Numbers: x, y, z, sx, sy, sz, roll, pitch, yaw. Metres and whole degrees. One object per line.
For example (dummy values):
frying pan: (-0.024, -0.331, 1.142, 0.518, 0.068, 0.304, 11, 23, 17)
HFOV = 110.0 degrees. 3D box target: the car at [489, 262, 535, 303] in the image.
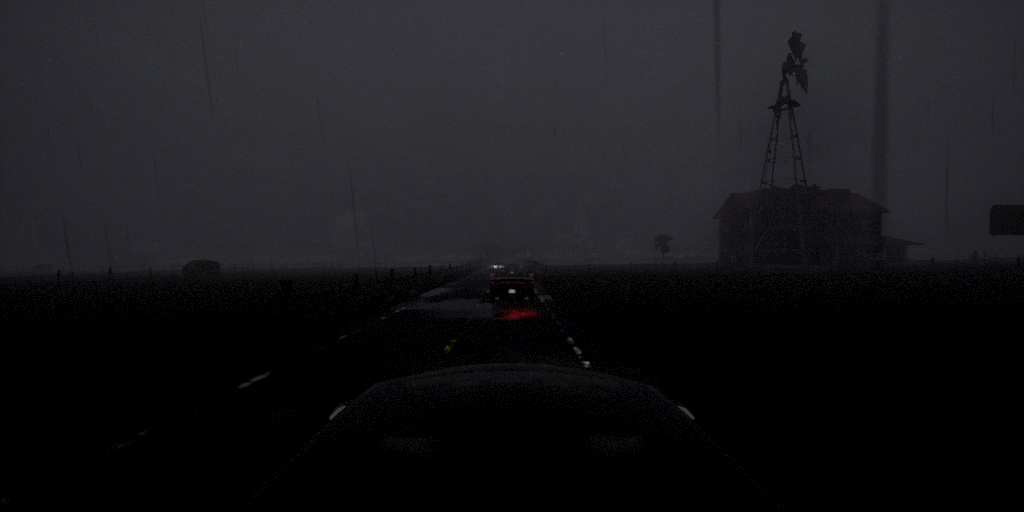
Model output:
car: (0.000, 1.231, 16.503, 1.882, 1.535, 5.008, 0, 0, 0)

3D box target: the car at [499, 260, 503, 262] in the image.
car: (0.000, 1.322, 31.506, 1.994, 1.385, 4.181, 0, 0, 0)
